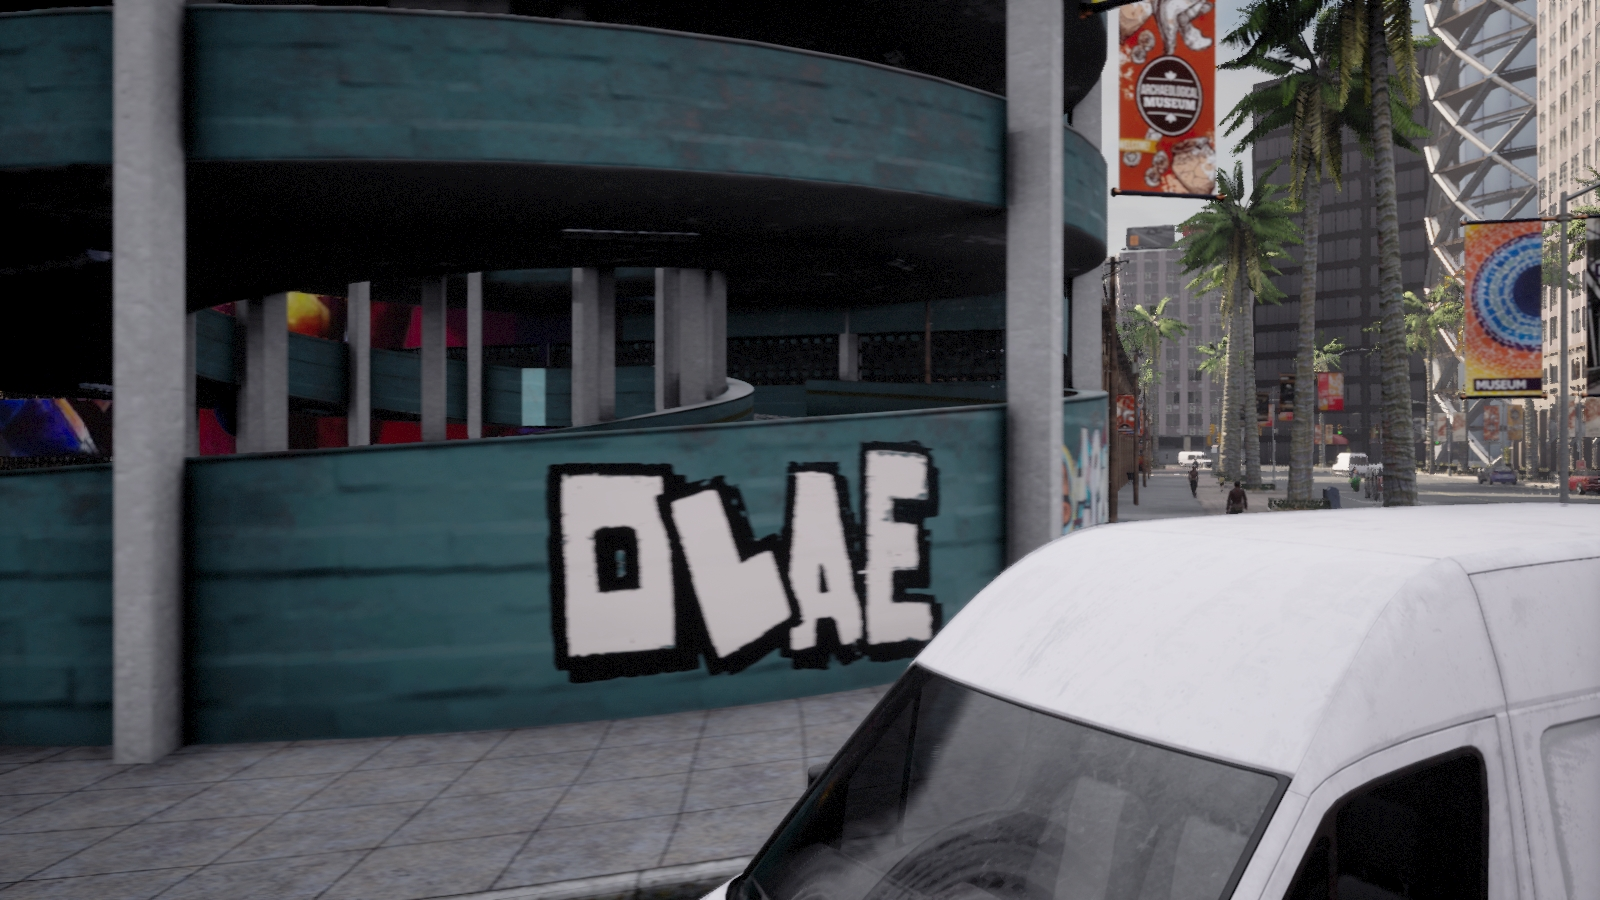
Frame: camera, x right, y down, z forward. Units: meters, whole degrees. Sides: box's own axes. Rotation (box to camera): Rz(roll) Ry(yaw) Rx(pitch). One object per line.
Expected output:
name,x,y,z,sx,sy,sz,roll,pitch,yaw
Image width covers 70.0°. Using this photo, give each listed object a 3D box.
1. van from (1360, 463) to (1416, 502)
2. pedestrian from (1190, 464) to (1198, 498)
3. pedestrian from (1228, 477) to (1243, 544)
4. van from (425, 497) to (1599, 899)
van,33.265,1.799,64.761,2.069,2.038,4.480,0,0,17
pedestrian,21.615,1.713,62.666,0.375,1.860,0.375,0,0,18
pedestrian,12.290,1.705,32.240,0.375,1.860,0.375,0,0,20
van,1.928,1.535,3.989,5.915,2.561,1.988,0,0,-27
